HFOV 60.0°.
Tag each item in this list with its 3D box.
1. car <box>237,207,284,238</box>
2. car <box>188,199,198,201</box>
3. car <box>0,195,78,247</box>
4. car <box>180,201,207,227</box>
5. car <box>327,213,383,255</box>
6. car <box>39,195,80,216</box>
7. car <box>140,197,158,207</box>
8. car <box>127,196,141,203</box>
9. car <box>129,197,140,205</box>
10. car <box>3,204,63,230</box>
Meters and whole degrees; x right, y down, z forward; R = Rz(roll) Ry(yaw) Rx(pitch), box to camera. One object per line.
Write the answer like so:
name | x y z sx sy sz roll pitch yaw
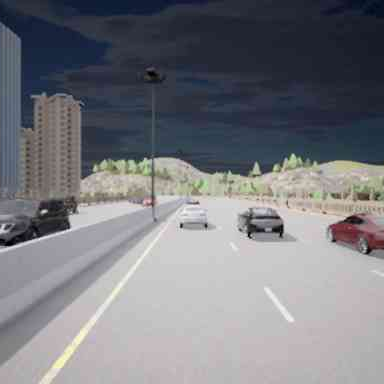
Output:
car | 3.609 1.568 18.090 2.128 1.511 4.902 0 0 0
car | 0.119 1.665 41.423 2.128 1.511 4.902 0 0 0
car | -7.093 1.282 14.355 2.150 2.045 5.566 0 0 0
car | 0.111 1.624 23.391 1.812 1.442 4.674 0 0 0
car | 7.106 1.582 13.425 1.812 1.442 4.674 0 0 0
car | -14.075 1.370 35.823 2.150 2.045 5.566 0 0 0
car | -6.970 1.587 56.239 2.097 1.767 4.553 0 0 1
car | -13.417 1.821 77.188 2.128 1.511 4.902 0 0 2
car | -10.304 1.770 64.023 1.837 1.490 4.892 0 0 2
car | -10.588 1.620 22.566 1.812 1.442 4.674 0 0 0
